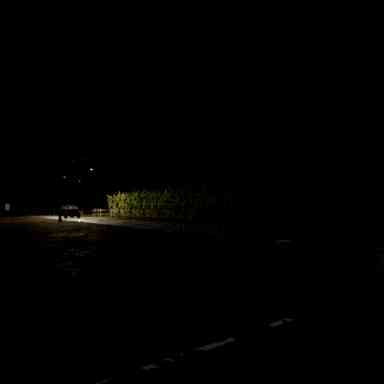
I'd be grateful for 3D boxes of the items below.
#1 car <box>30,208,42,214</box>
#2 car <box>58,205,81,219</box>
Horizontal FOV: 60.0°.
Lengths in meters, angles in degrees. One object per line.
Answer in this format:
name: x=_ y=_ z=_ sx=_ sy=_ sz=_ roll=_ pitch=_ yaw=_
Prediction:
car: x=-39.386 y=4.773 z=84.033 sx=2.097 sy=1.767 sz=4.553 roll=1 pitch=-3 yaw=-35
car: x=-18.549 y=2.966 z=50.093 sx=2.150 sy=2.045 sz=5.566 roll=1 pitch=-3 yaw=-35
